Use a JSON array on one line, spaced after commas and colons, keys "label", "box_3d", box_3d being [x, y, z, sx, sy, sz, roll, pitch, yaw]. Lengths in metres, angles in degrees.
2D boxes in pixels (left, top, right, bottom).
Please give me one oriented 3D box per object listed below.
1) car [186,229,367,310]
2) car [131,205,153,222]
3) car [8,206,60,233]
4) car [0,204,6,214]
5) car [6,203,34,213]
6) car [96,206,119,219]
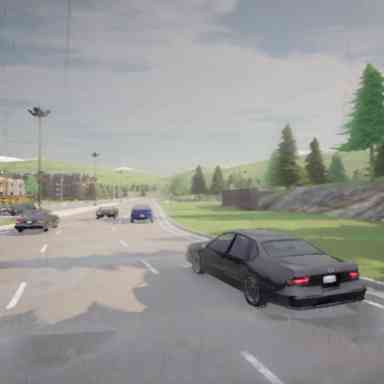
[{"label": "car", "box_3d": [1.548, 1.634, 8.260, 2.033, 1.411, 5.357, 0, -1, -21]}, {"label": "car", "box_3d": [-4.578, 1.888, 30.508, 1.882, 1.535, 5.008, 0, -1, -8]}, {"label": "car", "box_3d": [-10.397, 1.916, 22.717, 2.033, 1.411, 5.357, 0, -1, -12]}, {"label": "car", "box_3d": [-25.504, 2.288, 46.964, 2.128, 1.511, 4.902, 0, -1, -7]}, {"label": "car", "box_3d": [-21.455, 2.214, 42.531, 1.837, 1.490, 4.892, 0, -1, -7]}, {"label": "car", "box_3d": [-8.656, 2.095, 34.407, 1.895, 1.301, 4.718, 0, -1, -7]}]
